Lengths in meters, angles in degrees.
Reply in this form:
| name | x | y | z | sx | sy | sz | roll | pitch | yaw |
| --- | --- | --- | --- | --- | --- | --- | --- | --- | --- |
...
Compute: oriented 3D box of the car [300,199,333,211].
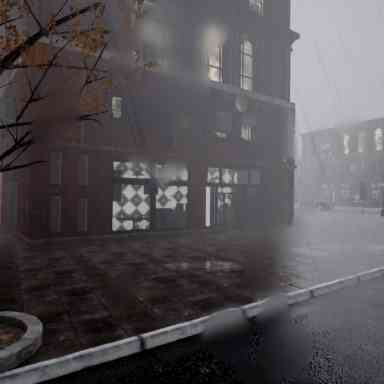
| name | x | y | z | sx | sy | sz | roll | pitch | yaw |
| --- | --- | --- | --- | --- | --- | --- | --- | --- | --- |
| car | 15.548 | 1.617 | 41.673 | 2.008 | 1.369 | 4.403 | 1 | -1 | -28 |
